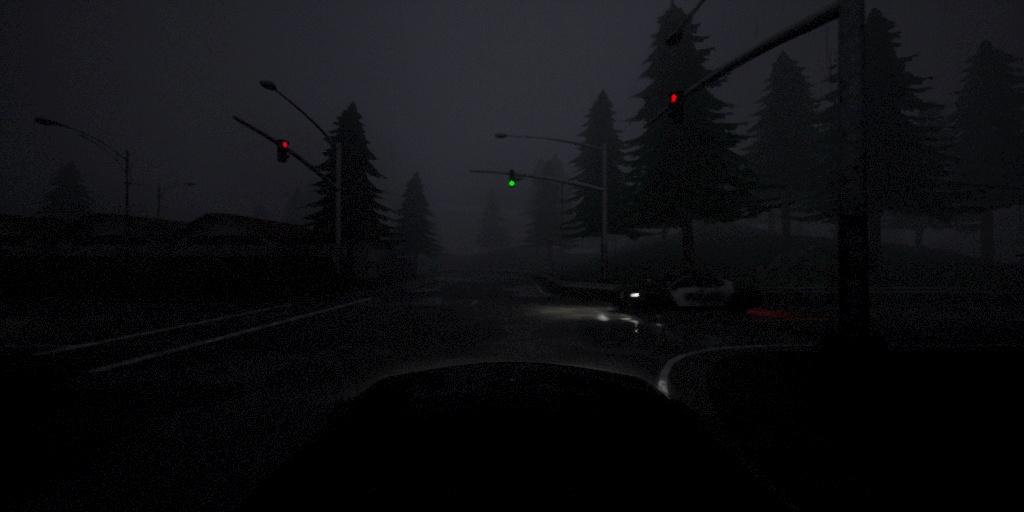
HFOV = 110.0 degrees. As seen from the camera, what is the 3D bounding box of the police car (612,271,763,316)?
[{"bbox_3d":[6.410,1.363,13.495,4.974,1.542,2.038,0,0,0],"label":"police car"}]
